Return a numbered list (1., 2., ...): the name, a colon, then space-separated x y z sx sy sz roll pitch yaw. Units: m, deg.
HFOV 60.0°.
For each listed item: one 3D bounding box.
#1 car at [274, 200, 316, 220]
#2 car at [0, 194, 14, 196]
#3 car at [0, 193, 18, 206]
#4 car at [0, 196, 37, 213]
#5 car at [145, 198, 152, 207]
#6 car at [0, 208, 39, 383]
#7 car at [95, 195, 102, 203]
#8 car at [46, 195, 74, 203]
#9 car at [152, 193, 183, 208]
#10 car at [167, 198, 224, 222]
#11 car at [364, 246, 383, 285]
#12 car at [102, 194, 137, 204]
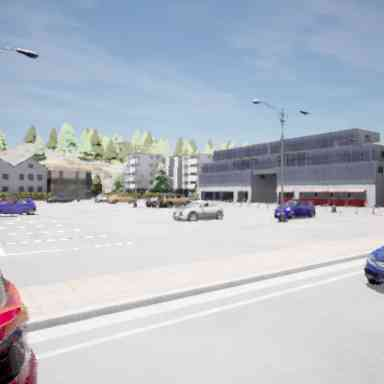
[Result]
1. car: 8.275 1.407 26.871 3.633 1.501 1.845 0 0 -35
2. car: -21.065 1.288 36.869 4.514 1.523 2.007 0 0 -35
3. car: -27.596 1.083 47.500 4.605 1.855 1.932 0 0 -35
4. car: -15.391 1.313 28.643 3.633 1.501 1.845 0 0 -35
5. car: -4.226 1.101 44.352 3.866 1.878 1.905 0 0 -35
6. car: -3.695 1.219 1.380 5.566 2.045 2.150 1 0 -36
7. car: -15.466 1.248 59.936 3.806 1.475 1.970 0 0 -35
8. car: -23.344 1.300 58.916 4.514 1.523 2.007 0 0 -35
9. car: -2.228 1.124 42.203 4.605 1.855 1.932 0 0 -35
10. car: 0.481 1.403 25.078 3.806 1.475 1.970 0 0 -35
11. car: 6.250 1.542 8.416 4.674 1.442 1.812 0 0 -36
12. car: -11.534 1.173 54.854 5.027 1.636 2.152 0 0 -35
